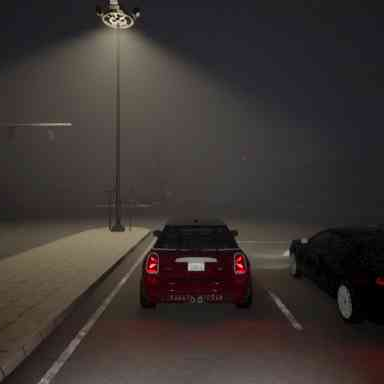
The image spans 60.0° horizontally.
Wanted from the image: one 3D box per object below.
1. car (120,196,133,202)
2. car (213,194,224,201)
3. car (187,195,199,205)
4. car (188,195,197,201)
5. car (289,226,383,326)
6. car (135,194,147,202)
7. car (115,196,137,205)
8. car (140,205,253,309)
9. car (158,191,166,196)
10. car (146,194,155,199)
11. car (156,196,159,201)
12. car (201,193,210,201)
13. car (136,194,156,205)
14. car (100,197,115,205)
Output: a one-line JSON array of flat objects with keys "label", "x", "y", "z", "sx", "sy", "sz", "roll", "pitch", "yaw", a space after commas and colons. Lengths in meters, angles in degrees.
[{"label": "car", "x": -14.843, "y": 1.543, "z": 75.521, "sx": 1.994, "sy": 1.385, "sz": 4.181, "roll": 0, "pitch": 0, "yaw": 0}, {"label": "car", "x": 7.179, "y": 1.338, "z": 85.907, "sx": 2.097, "sy": 1.767, "sz": 4.553, "roll": 0, "pitch": 0, "yaw": 0}, {"label": "car", "x": 0.114, "y": 1.471, "z": 54.925, "sx": 1.882, "sy": 1.535, "sz": 5.008, "roll": 0, "pitch": 0, "yaw": 0}, {"label": "car", "x": 0.178, "y": 1.506, "z": 85.535, "sx": 2.128, "sy": 1.511, "sz": 4.902, "roll": 0, "pitch": 0, "yaw": 0}, {"label": "car", "x": 3.578, "y": 1.477, "z": 7.166, "sx": 1.882, "sy": 1.535, "sz": 5.008, "roll": 0, "pitch": 0, "yaw": 0}, {"label": "car", "x": -11.345, "y": 1.346, "z": 74.426, "sx": 2.097, "sy": 1.767, "sz": 4.553, "roll": 0, "pitch": 0, "yaw": 0}, {"label": "car", "x": -11.450, "y": 1.471, "z": 58.254, "sx": 1.882, "sy": 1.535, "sz": 5.008, "roll": 0, "pitch": 1, "yaw": 0}, {"label": "car", "x": 0.083, "y": 1.351, "z": 8.042, "sx": 2.097, "sy": 1.767, "sz": 4.553, "roll": 0, "pitch": 0, "yaw": 0}, {"label": "car", "x": -7.813, "y": 0.829, "z": 90.111, "sx": 2.150, "sy": 2.045, "sz": 5.566, "roll": 0, "pitch": 0, "yaw": 0}, {"label": "car", "x": -11.312, "y": 1.195, "z": 90.560, "sx": 1.812, "sy": 1.442, "sz": 4.674, "roll": 0, "pitch": 0, "yaw": 0}, {"label": "car", "x": -7.845, "y": 1.586, "z": 74.501, "sx": 1.895, "sy": 1.301, "sz": 4.718, "roll": 0, "pitch": 0, "yaw": 0}, {"label": "car", "x": 3.679, "y": 1.535, "z": 85.944, "sx": 1.994, "sy": 1.385, "sz": 4.181, "roll": 0, "pitch": 0, "yaw": 0}, {"label": "car", "x": -7.953, "y": 1.556, "z": 58.038, "sx": 1.994, "sy": 1.385, "sz": 4.181, "roll": 0, "pitch": 0, "yaw": 0}, {"label": "car", "x": -14.941, "y": 1.556, "z": 59.218, "sx": 1.994, "sy": 1.385, "sz": 4.181, "roll": 0, "pitch": 0, "yaw": 0}]
